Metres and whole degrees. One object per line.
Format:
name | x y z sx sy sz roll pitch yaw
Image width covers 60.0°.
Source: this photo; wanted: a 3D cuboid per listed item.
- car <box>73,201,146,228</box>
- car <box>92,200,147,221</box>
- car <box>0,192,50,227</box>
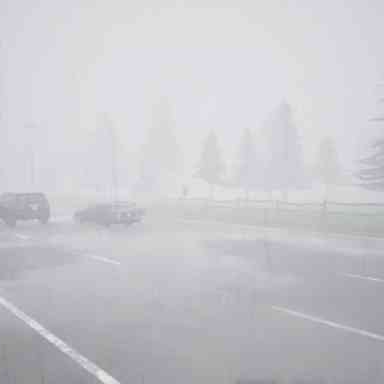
car | -5.371 1.359 20.627 5.357 1.411 2.033 1 1 45
car | -5.708 1.366 25.866 4.718 1.301 1.895 1 1 45
car | -11.076 1.019 21.326 5.566 2.045 2.150 1 1 45
